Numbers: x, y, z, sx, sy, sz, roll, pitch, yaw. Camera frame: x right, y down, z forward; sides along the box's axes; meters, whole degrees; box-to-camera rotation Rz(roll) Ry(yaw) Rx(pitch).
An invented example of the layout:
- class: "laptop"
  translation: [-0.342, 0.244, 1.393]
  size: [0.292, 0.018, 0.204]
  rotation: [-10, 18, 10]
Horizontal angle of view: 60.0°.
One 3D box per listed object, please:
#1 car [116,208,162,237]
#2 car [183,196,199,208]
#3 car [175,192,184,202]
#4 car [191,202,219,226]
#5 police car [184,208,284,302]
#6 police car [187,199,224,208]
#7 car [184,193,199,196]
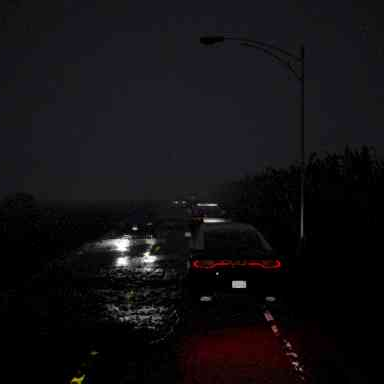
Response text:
- class: "car"
  translation: [-2.726, 1.555, 17.830]
  size: [1.994, 1.385, 4.181]
  rotation: [0, 0, 0]
- class: "car"
  translation: [0.106, 1.550, 46.078]
  size: [1.895, 1.301, 4.718]
  rotation: [0, 0, 1]
- class: "car"
  translation: [-2.652, 1.084, 74.208]
  size: [2.150, 2.045, 5.566]
  rotation: [0, 0, 0]
- class: "car"
  translation: [0.856, 1.509, 24.334]
  size: [1.812, 1.442, 4.674]
  rotation: [0, 0, 0]
- class: "police car"
  translation: [0.835, 1.423, 8.445]
  size: [1.930, 1.638, 5.238]
  rotation: [0, 0, 0]
- class: "police car"
  translation: [0.849, 1.415, 18.444]
  size: [1.930, 1.638, 5.238]
  rotation: [0, 0, 0]
- class: "car"
  translation: [0.079, 1.134, 60.043]
  size: [2.150, 2.045, 5.566]
  rotation: [0, 0, 0]
